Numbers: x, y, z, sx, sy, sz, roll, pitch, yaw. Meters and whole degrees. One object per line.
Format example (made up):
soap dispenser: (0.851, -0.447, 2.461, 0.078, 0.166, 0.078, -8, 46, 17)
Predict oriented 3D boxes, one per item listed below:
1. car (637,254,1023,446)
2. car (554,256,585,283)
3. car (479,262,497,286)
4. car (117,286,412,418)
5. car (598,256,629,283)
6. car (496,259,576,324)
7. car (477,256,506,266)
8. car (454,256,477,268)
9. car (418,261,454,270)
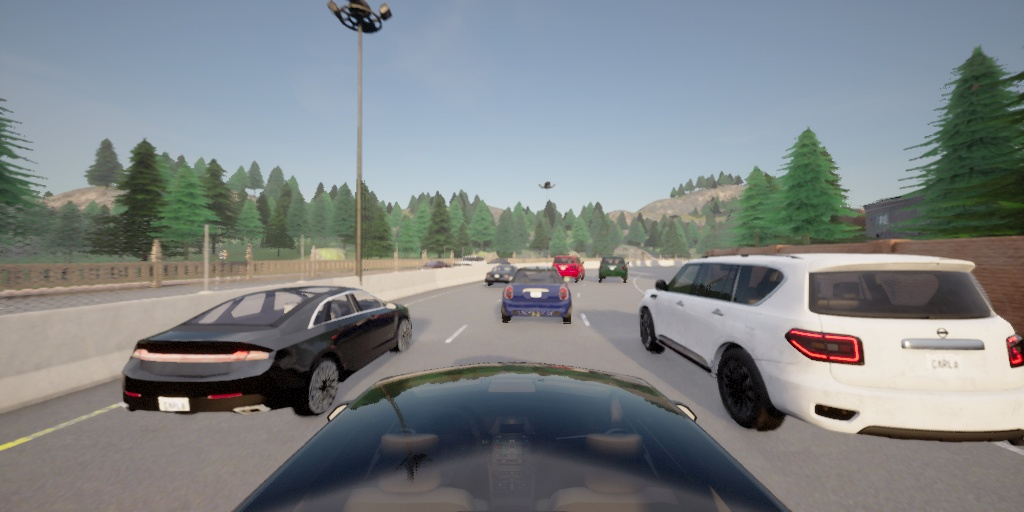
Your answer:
car: (3.786, 0.994, 5.715, 2.150, 2.045, 5.566, 0, 0, 3)
car: (4.622, 1.025, 29.289, 2.150, 2.045, 5.566, 0, 0, 18)
car: (-0.320, 1.323, 24.888, 2.033, 1.411, 5.357, 0, 0, 14)
car: (-3.172, 1.232, 5.911, 2.128, 1.511, 4.902, 0, 0, 3)
car: (8.406, 1.043, 29.580, 2.150, 2.045, 5.566, 0, 0, 19)
car: (0.928, 1.119, 12.340, 2.097, 1.767, 4.553, 0, 0, 7)
car: (-1.825, 1.141, 42.168, 2.097, 1.767, 4.553, 0, 0, 24)
car: (-5.117, 0.997, 43.482, 2.150, 2.045, 5.566, 0, 0, 24)
car: (-9.214, 1.281, 42.679, 1.812, 1.442, 4.674, 0, 0, 23)
